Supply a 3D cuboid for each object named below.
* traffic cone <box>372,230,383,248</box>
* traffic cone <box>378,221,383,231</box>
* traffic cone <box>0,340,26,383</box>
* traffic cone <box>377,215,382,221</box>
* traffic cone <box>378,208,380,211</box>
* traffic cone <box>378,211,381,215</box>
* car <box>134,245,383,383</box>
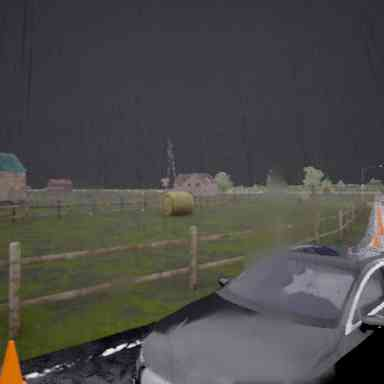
[{"bbox_3d":[7.751,2.014,13.974,0.340,0.580,0.340,0,0,35],"label":"traffic cone"},{"bbox_3d":[10.267,2.025,18.005,0.340,0.580,0.340,0,0,29],"label":"traffic cone"},{"bbox_3d":[-2.011,1.953,3.698,0.340,0.580,0.340,0,0,-36],"label":"traffic cone"},{"bbox_3d":[12.689,2.027,22.373,0.340,0.580,0.340,0,0,29],"label":"traffic cone"},{"bbox_3d":[17.538,2.024,31.119,0.340,0.580,0.340,0,0,29],"label":"traffic cone"},{"bbox_3d":[15.113,2.027,26.746,0.340,0.580,0.340,0,0,29],"label":"traffic cone"},{"bbox_3d":[1.583,1.507,4.173,4.902,1.511,2.128,0,0,-42],"label":"car"}]
